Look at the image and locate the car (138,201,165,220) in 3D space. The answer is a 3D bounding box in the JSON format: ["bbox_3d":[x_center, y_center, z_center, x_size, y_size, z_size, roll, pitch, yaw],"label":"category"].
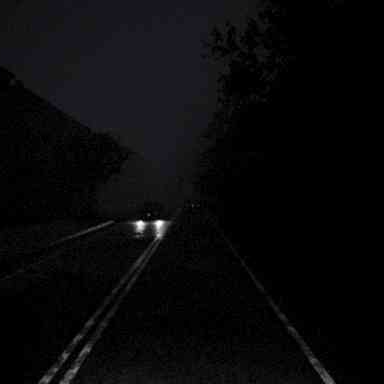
[{"bbox_3d":[-3.349,1.521,28.162,1.837,1.490,4.892,0,0,0],"label":"car"}]

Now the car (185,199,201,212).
[{"bbox_3d":[0.098,1.591,40.315,2.033,1.411,5.357,0,0,0],"label":"car"}]
